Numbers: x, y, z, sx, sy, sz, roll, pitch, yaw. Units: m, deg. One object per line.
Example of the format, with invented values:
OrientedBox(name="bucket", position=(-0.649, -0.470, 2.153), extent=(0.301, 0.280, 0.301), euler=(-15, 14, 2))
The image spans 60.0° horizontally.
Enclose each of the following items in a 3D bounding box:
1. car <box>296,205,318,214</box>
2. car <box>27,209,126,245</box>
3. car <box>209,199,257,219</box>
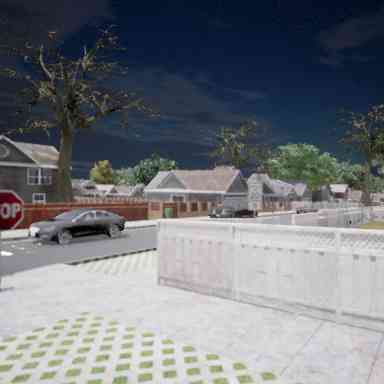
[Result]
OrientedBox(name="car", position=(15.744, 2.412, 45.481), extent=(1.994, 1.385, 4.181), euler=(1, -1, 36))
OrientedBox(name="car", position=(-5.509, 1.610, 16.494), extent=(2.128, 1.511, 4.902), euler=(1, 0, 36))
OrientedBox(name="car", position=(3.731, 1.631, 29.156), extent=(2.150, 2.045, 5.566), euler=(1, 0, 36))
